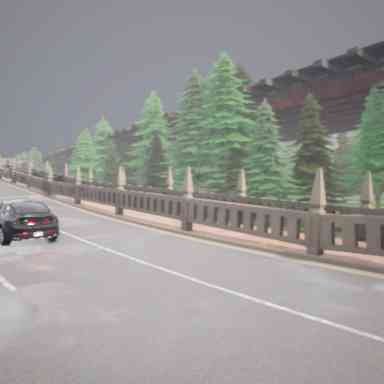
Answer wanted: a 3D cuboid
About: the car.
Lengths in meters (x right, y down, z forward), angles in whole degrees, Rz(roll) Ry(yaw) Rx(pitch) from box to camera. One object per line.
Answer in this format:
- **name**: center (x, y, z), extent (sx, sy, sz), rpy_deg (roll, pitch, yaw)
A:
- **car**: center (-6.903, 1.059, 13.363), extent (1.837, 1.490, 4.892), rpy_deg (-1, 4, -41)
